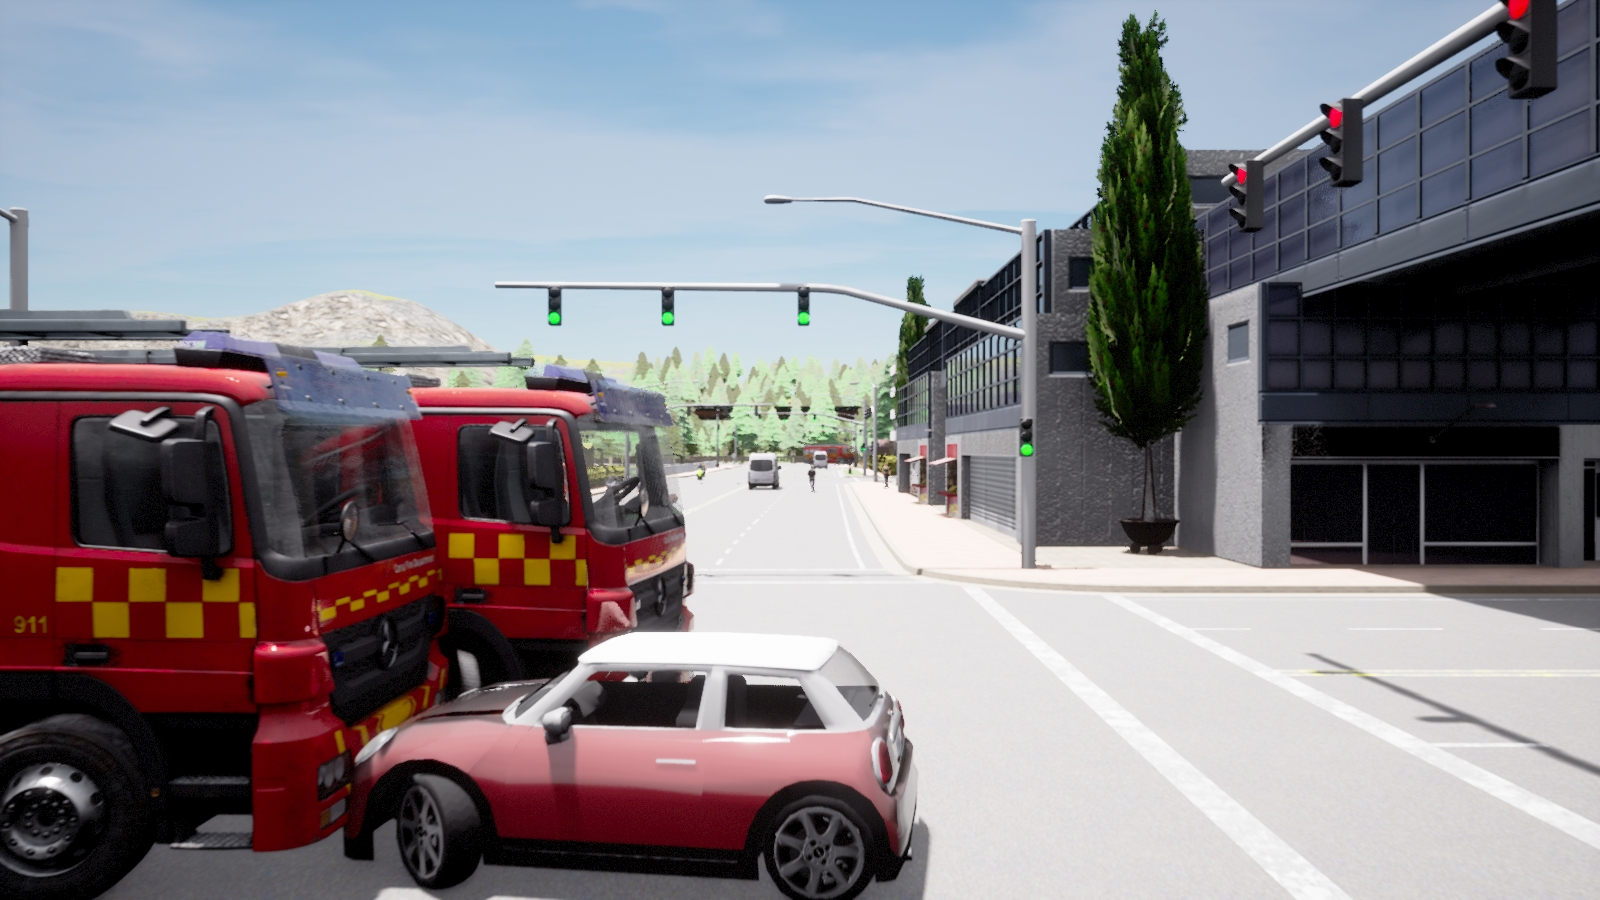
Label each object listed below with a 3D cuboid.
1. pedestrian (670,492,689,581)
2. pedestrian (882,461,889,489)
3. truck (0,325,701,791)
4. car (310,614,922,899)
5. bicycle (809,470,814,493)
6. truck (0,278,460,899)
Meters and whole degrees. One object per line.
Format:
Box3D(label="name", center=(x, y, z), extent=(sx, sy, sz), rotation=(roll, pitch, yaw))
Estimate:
Box3D(label="pedestrian", center=(-2.571, 1.840, 24.418), extent=(0.375, 1.860, 0.375), rotation=(0, 0, -11))
Box3D(label="pedestrian", center=(5.753, 1.671, 77.022), extent=(0.375, 1.860, 0.375), rotation=(0, 0, -15))
Box3D(label="truck", center=(-5.445, 0.886, 11.356), extent=(8.468, 3.827, 2.891), rotation=(0, 0, 7))
Box3D(label="car", center=(-1.102, 2.062, 7.987), extent=(3.806, 1.475, 1.970), rotation=(0, 0, 9))
Box3D(label="bicycle", center=(0.766, 2.036, 75.217), extent=(0.329, 1.471, 1.835), rotation=(0, 0, 1))
Box3D(label="truck", center=(-7.133, 0.887, 8.291), extent=(8.468, 3.827, 2.891), rotation=(0, 0, 1))
